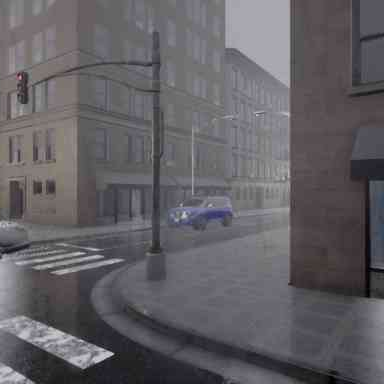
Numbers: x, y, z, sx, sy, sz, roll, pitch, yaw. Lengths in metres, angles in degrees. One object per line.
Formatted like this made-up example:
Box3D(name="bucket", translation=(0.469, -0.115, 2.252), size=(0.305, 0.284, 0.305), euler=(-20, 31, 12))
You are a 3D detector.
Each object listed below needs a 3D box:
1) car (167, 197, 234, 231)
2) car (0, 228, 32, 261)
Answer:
Box3D(name="car", translation=(0.702, 1.330, 21.851), size=(2.150, 2.045, 5.566), euler=(0, 0, 35))
Box3D(name="car", translation=(-7.756, 1.572, 9.955), size=(2.033, 1.411, 5.357), euler=(0, 0, 35))
